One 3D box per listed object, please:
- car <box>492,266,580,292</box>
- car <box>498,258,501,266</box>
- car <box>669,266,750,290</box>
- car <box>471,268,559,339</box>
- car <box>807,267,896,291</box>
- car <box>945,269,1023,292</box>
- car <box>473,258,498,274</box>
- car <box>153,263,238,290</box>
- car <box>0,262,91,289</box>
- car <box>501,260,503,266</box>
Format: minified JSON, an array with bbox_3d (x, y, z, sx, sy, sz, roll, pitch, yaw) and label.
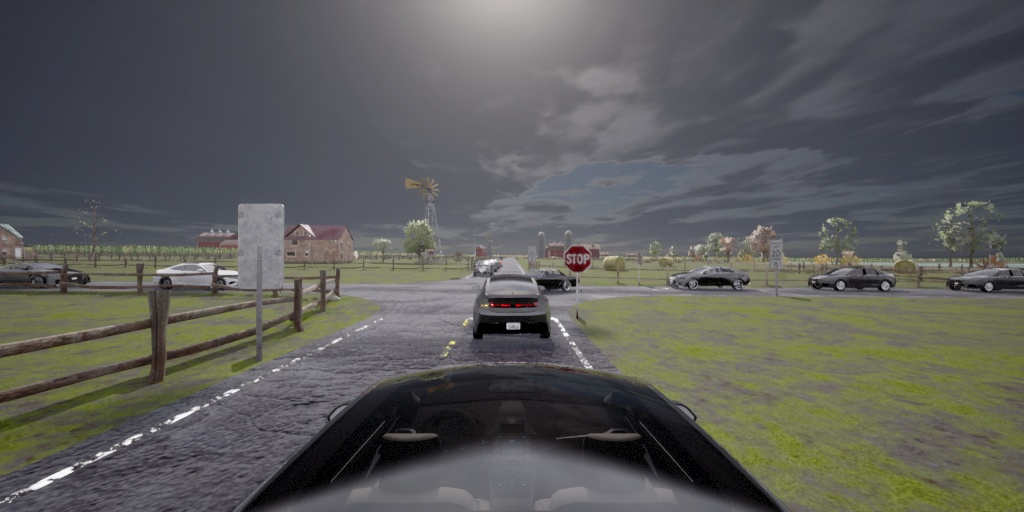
[{"bbox_3d":[1.502,1.369,20.144,4.718,1.301,1.895,1,0,-35],"label":"car"},{"bbox_3d":[-2.845,1.241,46.231,2.128,1.511,4.902,0,0,0],"label":"car"},{"bbox_3d":[12.801,1.397,23.370,4.902,1.511,2.128,1,-1,-2],"label":"car"},{"bbox_3d":[-0.072,1.256,10.098,1.837,1.490,4.892,0,0,-2],"label":"car"},{"bbox_3d":[22.203,1.499,23.540,4.892,1.490,1.837,1,-1,-1],"label":"car"},{"bbox_3d":[31.706,1.587,23.660,4.892,1.490,1.837,1,-1,-1],"label":"car"},{"bbox_3d":[-2.854,1.243,36.785,2.128,1.511,4.902,0,0,0],"label":"car"},{"bbox_3d":[-17.241,1.103,20.057,4.674,1.442,1.812,1,-1,-1],"label":"car"},{"bbox_3d":[-26.361,1.048,19.936,4.181,1.385,1.994,1,-1,-1],"label":"car"},{"bbox_3d":[-2.813,1.240,55.773,2.128,1.511,4.902,0,0,0],"label":"car"}]
